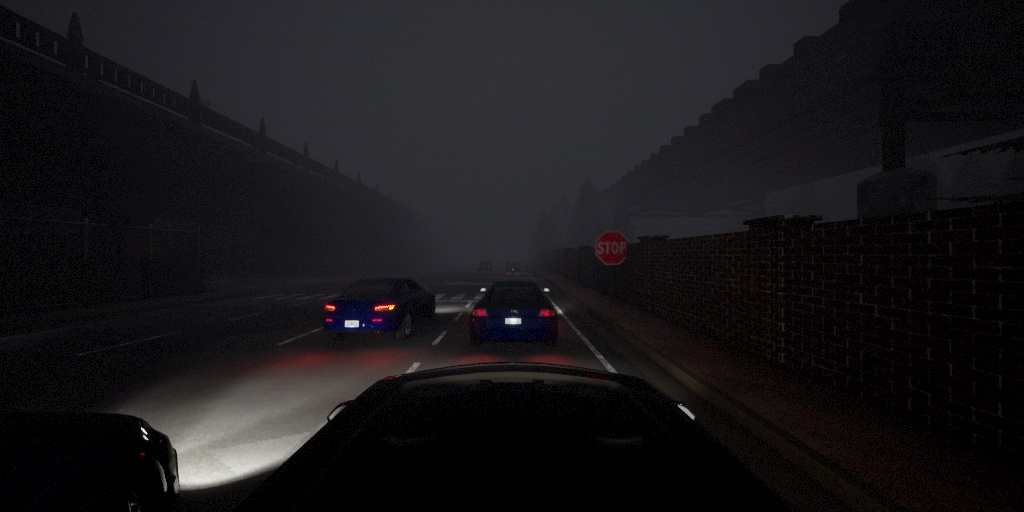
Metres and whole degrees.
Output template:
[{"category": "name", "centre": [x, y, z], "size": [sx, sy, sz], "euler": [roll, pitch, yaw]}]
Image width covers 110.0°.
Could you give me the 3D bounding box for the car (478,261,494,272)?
[{"category": "car", "centre": [-3.386, 1.297, 46.020], "size": [2.033, 1.411, 5.357], "euler": [0, 0, -1]}]

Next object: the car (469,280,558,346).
[{"category": "car", "centre": [0.070, 1.314, 9.407], "size": [1.994, 1.385, 4.181], "euler": [0, 0, 1]}]

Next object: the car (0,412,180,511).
[{"category": "car", "centre": [-3.399, 1.314, 0.835], "size": [1.994, 1.385, 4.181], "euler": [0, 0, 0]}]

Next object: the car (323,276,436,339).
[{"category": "car", "centre": [-3.411, 1.276, 9.930], "size": [1.812, 1.442, 4.674], "euler": [0, 0, 0]}]

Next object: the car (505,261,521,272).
[{"category": "car", "centre": [0.109, 1.351, 46.211], "size": [1.895, 1.301, 4.718], "euler": [0, 0, -1]}]
